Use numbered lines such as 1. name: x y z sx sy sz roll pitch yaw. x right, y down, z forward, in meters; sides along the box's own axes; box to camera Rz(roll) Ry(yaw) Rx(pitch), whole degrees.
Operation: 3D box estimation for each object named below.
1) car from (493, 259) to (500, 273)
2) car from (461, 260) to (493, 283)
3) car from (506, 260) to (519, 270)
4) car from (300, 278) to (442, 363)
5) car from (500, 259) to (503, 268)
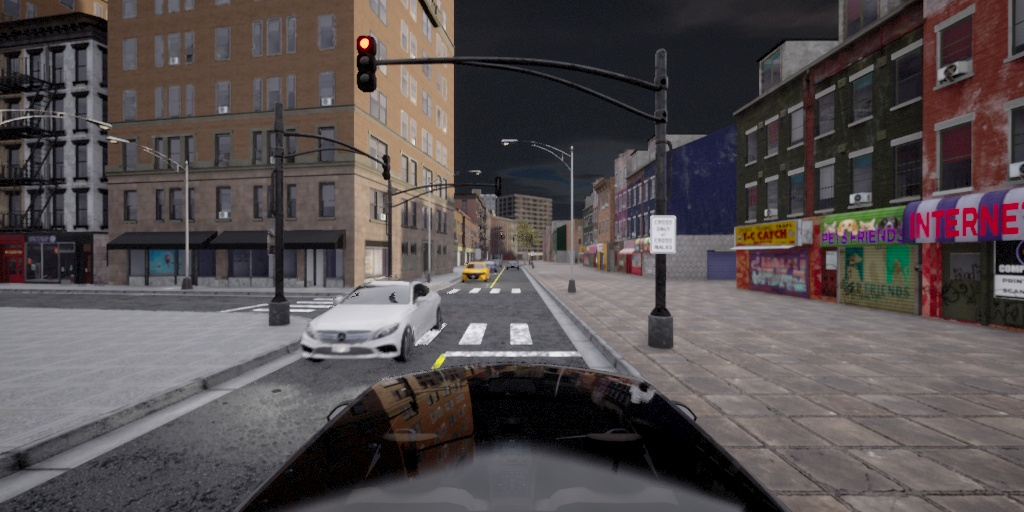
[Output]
1. car: -2.759 1.274 43.146 1.812 1.442 4.674 0 1 0
2. car: -2.795 1.224 28.332 1.882 1.535 5.008 0 0 0
3. car: 0.111 1.297 52.760 2.033 1.411 5.357 0 0 0
4. car: -2.841 1.274 8.293 1.812 1.442 4.674 0 0 0
5. car: -2.617 1.251 62.702 2.128 1.511 4.902 0 0 0
